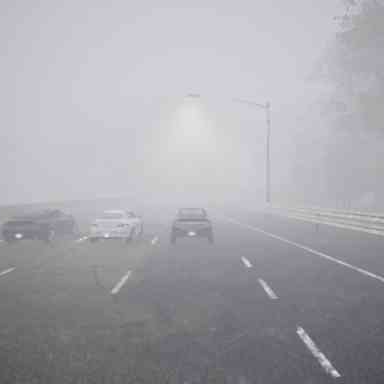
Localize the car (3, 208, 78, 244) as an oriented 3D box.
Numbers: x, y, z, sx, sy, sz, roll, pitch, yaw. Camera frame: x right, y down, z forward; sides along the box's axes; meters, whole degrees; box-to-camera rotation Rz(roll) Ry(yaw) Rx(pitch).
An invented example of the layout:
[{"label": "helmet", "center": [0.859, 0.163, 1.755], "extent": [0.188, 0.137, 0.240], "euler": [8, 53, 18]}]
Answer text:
[{"label": "car", "center": [-7.001, 1.515, 15.857], "extent": [1.837, 1.490, 4.892], "euler": [0, 0, 0]}]

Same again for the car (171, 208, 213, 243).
[{"label": "car", "center": [0.000, 1.500, 16.134], "extent": [2.128, 1.511, 4.902], "euler": [0, 0, 0]}]

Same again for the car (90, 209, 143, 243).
[{"label": "car", "center": [-3.501, 1.534, 15.955], "extent": [1.812, 1.442, 4.674], "euler": [0, 0, 0]}]
